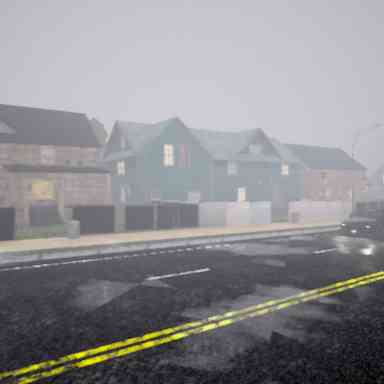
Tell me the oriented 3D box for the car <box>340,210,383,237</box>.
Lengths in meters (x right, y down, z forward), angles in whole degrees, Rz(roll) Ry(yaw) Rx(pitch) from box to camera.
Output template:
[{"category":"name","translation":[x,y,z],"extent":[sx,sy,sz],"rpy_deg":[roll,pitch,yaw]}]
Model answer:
[{"category":"car","translation":[10.871,1.748,19.415],"extent":[5.357,1.411,2.033],"rpy_deg":[1,0,-35]}]
